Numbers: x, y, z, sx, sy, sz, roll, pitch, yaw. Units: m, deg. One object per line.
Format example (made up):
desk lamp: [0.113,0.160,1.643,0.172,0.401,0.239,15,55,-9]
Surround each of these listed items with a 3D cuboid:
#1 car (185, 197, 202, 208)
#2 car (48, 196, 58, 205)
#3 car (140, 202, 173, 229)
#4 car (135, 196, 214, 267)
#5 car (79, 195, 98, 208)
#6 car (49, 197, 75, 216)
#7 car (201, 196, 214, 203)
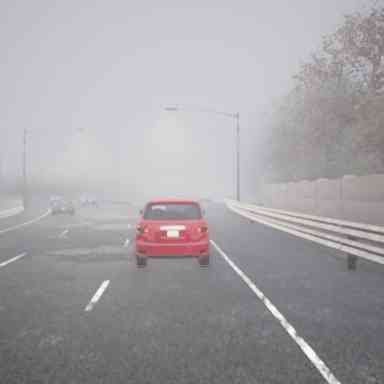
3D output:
car: [0.240,1.461,46.389,1.895,1.301,4.718,0,0,7]
car: [-21.505,1.431,52.578,1.812,1.442,4.674,0,0,-30]
car: [-2.487,1.466,22.249,1.812,1.442,4.674,0,0,-11]
car: [-0.658,1.188,11.463,2.150,2.045,5.566,0,0,-3]
car: [-14.830,1.253,47.502,2.097,1.767,4.553,0,0,-26]
car: [-12.506,1.503,32.566,1.994,1.385,4.181,0,0,-18]
car: [2.959,1.420,62.675,1.895,1.301,4.718,0,0,11]
